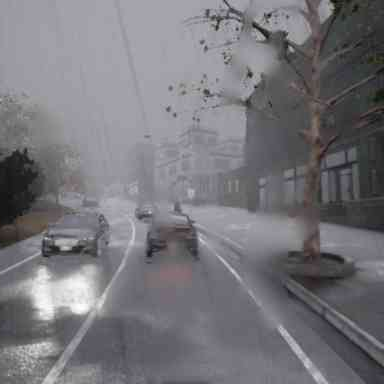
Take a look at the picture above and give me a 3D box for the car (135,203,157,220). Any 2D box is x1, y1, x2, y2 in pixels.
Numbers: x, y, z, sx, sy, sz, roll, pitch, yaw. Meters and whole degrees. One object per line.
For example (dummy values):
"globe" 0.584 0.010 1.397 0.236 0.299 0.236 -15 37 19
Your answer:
"car" -4.022 1.699 29.886 1.994 1.385 4.181 1 -1 -14

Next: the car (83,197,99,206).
"car" -15.692 1.549 51.580 1.882 1.535 5.008 3 -1 -26

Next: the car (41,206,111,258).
"car" -4.288 1.514 12.921 2.128 1.511 4.902 1 0 -7

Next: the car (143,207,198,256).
"car" -0.881 1.554 13.358 1.837 1.490 4.892 1 0 -7
